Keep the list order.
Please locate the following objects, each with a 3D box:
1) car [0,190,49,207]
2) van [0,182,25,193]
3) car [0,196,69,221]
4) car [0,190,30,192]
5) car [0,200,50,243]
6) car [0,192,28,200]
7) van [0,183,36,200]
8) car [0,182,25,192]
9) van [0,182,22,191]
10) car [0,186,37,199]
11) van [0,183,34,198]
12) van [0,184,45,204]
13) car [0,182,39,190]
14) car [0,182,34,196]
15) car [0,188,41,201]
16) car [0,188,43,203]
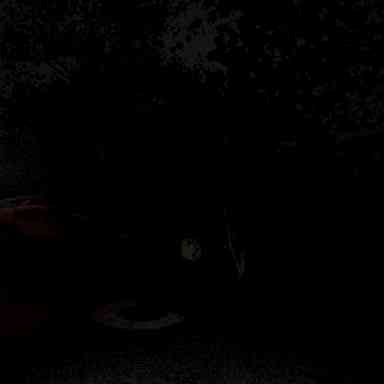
[{"bbox_3d":[-16.419,0.596,31.866,4.792,1.488,2.163,1,2,-30],"label":"car"},{"bbox_3d":[-34.269,-0.847,63.246,4.442,1.987,1.878,1,1,-30],"label":"van"},{"bbox_3d":[-10.885,1.049,22.278,4.674,1.452,2.002,1,2,-30],"label":"car"},{"bbox_3d":[-12.420,0.893,24.587,5.366,1.575,1.946,1,2,-30],"label":"car"},{"bbox_3d":[-6.813,1.336,15.182,5.008,1.535,2.097,1,2,-30],"label":"car"},{"bbox_3d":[-8.156,1.100,17.598,4.553,1.767,2.185,1,2,-30],"label":"car"},{"bbox_3d":[-21.983,-0.064,41.402,4.442,1.987,1.878,1,1,-30],"label":"van"},{"bbox_3d":[-38.530,-1.134,70.376,5.566,2.045,2.435,1,1,-30],"label":"car"},{"bbox_3d":[-39.784,-1.193,72.850,4.442,1.987,1.878,1,1,-30],"label":"van"},{"bbox_3d":[-23.278,0.073,43.878,5.008,1.535,2.097,1,1,-30],"label":"car"},{"bbox_3d":[-24.553,-0.237,46.330,4.442,1.987,1.878,1,1,-30],"label":"van"},{"bbox_3d":[-17.725,0.230,34.439,4.442,1.987,1.878,1,2,-30],"label":"van"},{"bbox_3d":[-14.982,0.427,29.487,5.566,2.045,2.435,1,2,-30],"label":"car"},{"bbox_3d":[-27.436,-0.438,51.059,5.566,2.045,2.435,1,1,-30],"label":"car"},{"bbox_3d":[-20.501,0.285,39.091,4.792,1.488,2.163,1,1,-30],"label":"car"},{"bbox_3d":[-19.188,0.379,36.803,4.792,1.488,2.163,1,2,-30],"label":"car"}]
